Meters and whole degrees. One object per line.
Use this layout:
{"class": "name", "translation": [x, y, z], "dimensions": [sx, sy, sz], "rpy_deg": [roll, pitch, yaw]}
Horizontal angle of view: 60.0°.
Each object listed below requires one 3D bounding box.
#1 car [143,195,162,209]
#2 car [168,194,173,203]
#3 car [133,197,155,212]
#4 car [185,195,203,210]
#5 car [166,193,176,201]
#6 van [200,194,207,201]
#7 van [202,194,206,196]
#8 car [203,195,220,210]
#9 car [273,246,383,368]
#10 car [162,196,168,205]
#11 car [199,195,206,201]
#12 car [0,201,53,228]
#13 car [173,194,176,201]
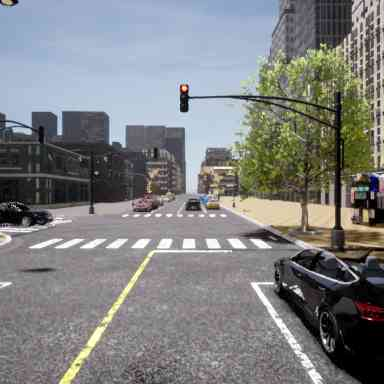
{"class": "car", "translation": [-5.643, 1.318, 43.799], "dimensions": [2.192, 1.841, 5.009], "rpy_deg": [0, 0, 0]}
{"class": "car", "translation": [-5.617, 1.532, 71.384], "dimensions": [1.752, 1.417, 4.829], "rpy_deg": [0, 0, 0]}
{"class": "car", "translation": [-5.649, 1.585, 38.248], "dimensions": [1.802, 1.307, 4.206], "rpy_deg": [0, 0, 0]}
{"class": "car", "translation": [0.130, 1.508, 42.640], "dimensions": [1.837, 1.490, 4.892], "rpy_deg": [0, 0, 0]}
{"class": "car", "translation": [-5.600, 1.324, 88.207], "dimensions": [2.192, 1.841, 5.009], "rpy_deg": [0, 0, 0]}
{"class": "van", "translation": [2.776, 1.349, 82.651], "dimensions": [1.690, 1.788, 3.998], "rpy_deg": [0, 0, 0]}
{"class": "van", "translation": [2.743, 1.345, 49.345], "dimensions": [1.690, 1.788, 3.998], "rpy_deg": [0, 0, 0]}
{"class": "car", "translation": [2.737, 1.528, 43.963], "dimensions": [1.752, 1.417, 4.829], "rpy_deg": [0, 0, 0]}
{"class": "car", "translation": [2.700, 1.566, 5.764], "dimensions": [1.947, 1.339, 4.313], "rpy_deg": [0, 0, 0]}
{"class": "car", "translation": [-5.633, 1.555, 54.901], "dimensions": [2.008, 1.369, 4.403], "rpy_deg": [0, 0, 0]}
{"class": "car", "translation": [2.780, 1.534, 88.371], "dimensions": [1.752, 1.417, 4.829], "rpy_deg": [0, 0, 0]}
{"class": "car", "translation": [-11.353, 1.387, 21.093], "dimensions": [4.892, 1.490, 1.837], "rpy_deg": [1, -1, 5]}
{"class": "car", "translation": [-5.607, 1.559, 82.656], "dimensions": [2.008, 1.369, 4.403], "rpy_deg": [0, 0, 0]}
